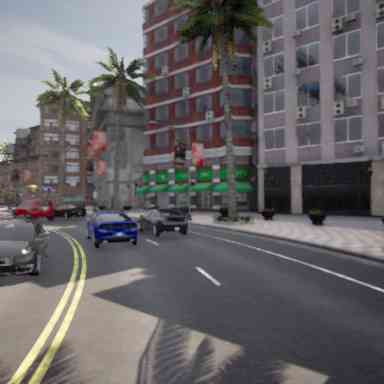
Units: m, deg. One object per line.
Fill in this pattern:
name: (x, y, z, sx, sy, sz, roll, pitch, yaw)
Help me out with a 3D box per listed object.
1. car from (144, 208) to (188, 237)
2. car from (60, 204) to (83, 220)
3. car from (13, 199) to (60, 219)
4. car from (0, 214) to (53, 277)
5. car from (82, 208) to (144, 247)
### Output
car: (-1.864, 1.747, 19.896, 1.837, 1.490, 4.892, 0, -1, -26)
car: (-12.853, 2.006, 34.491, 5.008, 1.535, 1.882, -1, -1, 44)
car: (-15.335, 1.752, 32.147, 5.566, 2.045, 2.150, -1, -1, 43)
car: (-5.710, 1.689, 10.644, 1.837, 1.490, 4.892, 0, -1, -19)
car: (-4.090, 1.708, 16.533, 1.882, 1.535, 5.008, 0, -1, -23)
